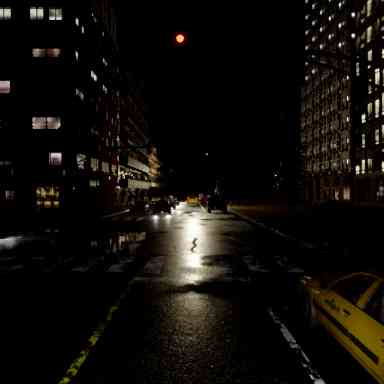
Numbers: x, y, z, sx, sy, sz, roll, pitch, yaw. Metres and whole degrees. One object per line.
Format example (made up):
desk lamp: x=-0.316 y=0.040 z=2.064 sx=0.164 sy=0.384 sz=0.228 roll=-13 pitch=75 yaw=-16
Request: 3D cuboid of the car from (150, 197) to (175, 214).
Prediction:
car: x=-3.127 y=1.559 z=35.290 sx=2.033 sy=1.411 sz=5.357 roll=0 pitch=0 yaw=-4

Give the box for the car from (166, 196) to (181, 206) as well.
car: x=-3.053 y=1.526 z=55.611 sx=2.128 sy=1.511 sz=4.902 roll=0 pitch=0 yaw=0

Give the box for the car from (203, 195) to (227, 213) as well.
car: x=2.680 y=1.327 z=36.383 sx=2.192 sy=1.841 sz=5.009 roll=0 pitch=0 yaw=0

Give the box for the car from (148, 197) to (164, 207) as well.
car: x=-5.701 y=1.581 z=52.961 sx=2.008 sy=1.369 sz=4.403 roll=0 pitch=0 yaw=0

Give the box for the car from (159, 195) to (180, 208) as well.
car: x=-3.095 y=1.568 z=45.418 sx=2.033 sy=1.411 sz=5.357 roll=0 pitch=0 yaw=0

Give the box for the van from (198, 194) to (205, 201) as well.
van: x=2.672 y=1.441 z=91.648 sx=1.690 sy=1.788 sz=3.998 roll=0 pitch=0 yaw=0

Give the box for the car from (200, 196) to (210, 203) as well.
car: x=2.676 y=1.602 z=69.542 sx=1.887 sy=1.381 sz=4.507 roll=0 pitch=0 yaw=0

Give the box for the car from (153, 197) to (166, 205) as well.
car: x=-5.702 y=1.584 z=58.487 sx=1.887 sy=1.381 sz=4.507 roll=0 pitch=0 yaw=0

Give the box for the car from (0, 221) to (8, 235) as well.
car: x=-11.821 y=1.741 z=17.077 sx=4.181 sy=1.385 sz=1.994 roll=-1 pitch=0 yaw=5

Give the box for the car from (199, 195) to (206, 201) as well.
car: x=2.674 y=1.613 z=86.292 sx=1.752 sy=1.417 sz=4.829 roll=0 pitch=0 yaw=0

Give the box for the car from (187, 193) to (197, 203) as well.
car: x=-0.008 y=1.293 z=75.872 sx=2.150 sy=2.045 sz=5.566 roll=0 pitch=0 yaw=0

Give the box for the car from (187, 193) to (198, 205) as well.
car: x=0.093 y=1.522 z=61.686 sx=1.882 sy=1.535 sz=5.008 roll=0 pitch=0 yaw=0

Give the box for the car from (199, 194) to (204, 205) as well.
car: x=2.677 y=1.354 z=58.488 sx=2.192 sy=1.841 sz=5.009 roll=0 pitch=0 yaw=0

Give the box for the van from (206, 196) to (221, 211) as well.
van: x=2.679 y=1.358 z=41.909 sx=1.690 sy=1.788 sz=3.998 roll=0 pitch=0 yaw=0

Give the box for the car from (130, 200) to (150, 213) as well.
car: x=-5.698 y=1.563 z=36.381 sx=2.008 sy=1.369 sz=4.403 roll=0 pitch=0 yaw=0

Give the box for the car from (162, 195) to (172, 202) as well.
car: x=-5.705 y=1.507 z=75.068 sx=1.967 sy=1.590 sz=4.097 roll=0 pitch=0 yaw=0

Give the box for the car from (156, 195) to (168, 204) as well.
car: x=-5.704 y=1.488 z=64.014 sx=1.967 sy=1.590 sz=4.097 roll=0 pitch=0 yaw=0

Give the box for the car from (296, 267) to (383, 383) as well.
car: x=2.686 y=1.525 z=4.140 sx=1.752 sy=1.417 sz=4.829 roll=0 pitch=0 yaw=0

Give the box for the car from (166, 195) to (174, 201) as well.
car: x=-5.706 y=1.613 z=85.951 sx=1.752 sy=1.417 sz=4.829 roll=0 pitch=0 yaw=0

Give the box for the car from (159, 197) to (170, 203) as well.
car: x=-5.704 y=1.639 z=69.541 sx=1.802 sy=1.307 sz=4.206 roll=0 pitch=0 yaw=0

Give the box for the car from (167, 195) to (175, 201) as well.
car: x=-5.707 y=1.644 z=91.647 sx=1.887 sy=1.381 sz=4.507 roll=0 pitch=0 yaw=0
